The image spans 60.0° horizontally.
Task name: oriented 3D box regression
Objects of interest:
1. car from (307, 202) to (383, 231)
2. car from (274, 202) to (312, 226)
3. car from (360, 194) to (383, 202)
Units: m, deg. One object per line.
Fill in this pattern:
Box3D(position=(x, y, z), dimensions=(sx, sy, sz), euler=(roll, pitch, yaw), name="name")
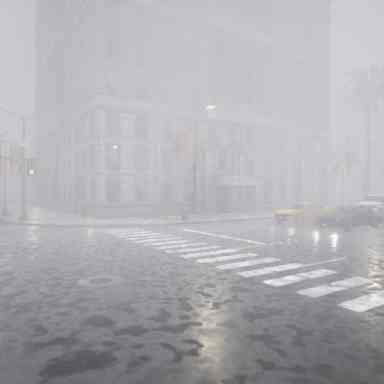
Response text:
Box3D(position=(9.953, 1.547, 20.924), dimensions=(5.357, 1.411, 2.033), euler=(0, 0, -34), name="car")
Box3D(position=(8.027, 1.478, 23.842), dimensions=(5.008, 1.535, 1.882), euler=(0, 0, -34), name="car")
Box3D(position=(16.513, 1.221, 29.463), dimensions=(5.566, 2.045, 2.150), euler=(0, 0, -33), name="car")
